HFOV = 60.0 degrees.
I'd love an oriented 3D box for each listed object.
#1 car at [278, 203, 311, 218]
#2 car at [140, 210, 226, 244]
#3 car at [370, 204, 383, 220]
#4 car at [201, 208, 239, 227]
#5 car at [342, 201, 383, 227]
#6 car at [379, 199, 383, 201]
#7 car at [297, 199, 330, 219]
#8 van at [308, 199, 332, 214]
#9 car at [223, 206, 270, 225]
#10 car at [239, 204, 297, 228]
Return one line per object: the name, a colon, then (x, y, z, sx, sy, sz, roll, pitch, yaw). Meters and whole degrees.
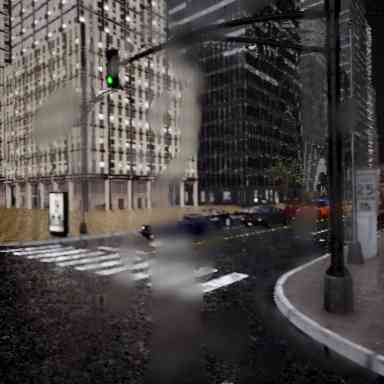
car: (11.195, 1.955, 36.221, 1.887, 1.381, 4.507, -2, -2, 39)
car: (-0.459, 1.818, 17.391, 1.895, 1.301, 4.718, -1, -1, 40)
car: (18.314, 1.858, 31.445, 1.802, 1.307, 4.206, -2, -2, 39)
car: (1.176, 1.852, 23.746, 2.008, 1.369, 4.403, -2, -2, 39)
car: (12.795, 1.654, 24.459, 1.967, 1.590, 4.097, -2, -2, 39)
car: (42.980, 2.306, 75.895, 1.887, 1.381, 4.507, -2, -2, 39)
car: (12.069, 1.705, 33.002, 2.097, 1.767, 4.553, -1, -1, 39)
van: (16.514, 1.809, 42.802, 1.690, 1.788, 3.998, -2, -2, 39)
car: (4.651, 1.890, 28.098, 2.008, 1.369, 4.403, -2, -2, 39)
car: (5.655, 1.830, 24.974, 2.033, 1.411, 5.357, -1, -1, 39)
